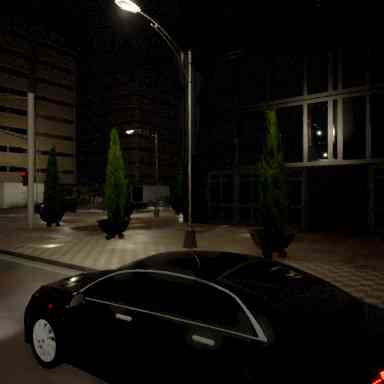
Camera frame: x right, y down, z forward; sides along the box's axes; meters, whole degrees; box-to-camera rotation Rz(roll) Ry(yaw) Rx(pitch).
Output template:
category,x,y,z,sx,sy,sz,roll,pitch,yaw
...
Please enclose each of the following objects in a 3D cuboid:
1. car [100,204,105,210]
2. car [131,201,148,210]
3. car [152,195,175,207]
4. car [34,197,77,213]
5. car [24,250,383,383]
category,x,y,z,sx,sy,sz,roll,pitch,yaw
car,-9.865,1.581,43.750,1.812,1.442,4.674,0,0,35
car,-7.555,1.656,40.623,1.895,1.301,4.718,0,0,35
car,-4.100,1.407,51.926,2.097,1.767,4.553,0,0,35
car,-14.986,1.407,36.498,2.097,1.767,4.553,0,0,35
car,-0.164,1.505,4.106,4.892,1.490,1.837,0,0,36
